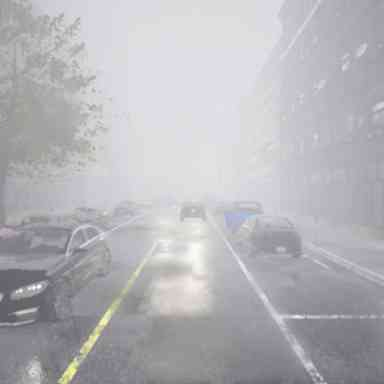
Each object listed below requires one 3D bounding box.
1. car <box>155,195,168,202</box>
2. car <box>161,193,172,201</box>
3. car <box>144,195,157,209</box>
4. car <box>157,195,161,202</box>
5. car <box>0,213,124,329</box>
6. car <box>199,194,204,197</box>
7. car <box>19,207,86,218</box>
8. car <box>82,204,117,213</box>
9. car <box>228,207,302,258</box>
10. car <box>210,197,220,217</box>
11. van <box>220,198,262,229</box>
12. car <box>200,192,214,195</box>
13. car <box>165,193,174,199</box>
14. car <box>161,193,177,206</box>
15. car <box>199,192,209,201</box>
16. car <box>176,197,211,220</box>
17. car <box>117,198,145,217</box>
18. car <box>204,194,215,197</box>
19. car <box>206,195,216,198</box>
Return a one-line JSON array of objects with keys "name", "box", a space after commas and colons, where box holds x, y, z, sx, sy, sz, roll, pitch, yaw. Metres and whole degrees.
[{"name": "car", "box": [-5.702, 1.211, 63.163, 2.008, 1.369, 4.403, 1, 0, 0]}, {"name": "car", "box": [-5.704, 1.038, 74.474, 1.967, 1.590, 4.097, 1, 0, 0]}, {"name": "car", "box": [-5.693, 1.311, 40.367, 1.752, 1.417, 4.829, 1, 0, 0]}, {"name": "car", "box": [-5.700, 1.242, 57.506, 2.008, 1.369, 4.403, 1, 0, 0]}, {"name": "car", "box": [-3.104, 1.453, 7.185, 2.128, 1.511, 4.902, 0, 0, 0]}, {"name": "car", "box": [0.079, 1.325, 41.757, 2.033, 1.411, 5.357, 0, 0, 0]}, {"name": "car", "box": [-5.684, 1.480, 12.255, 1.887, 1.381, 4.507, 1, 0, 0]}, {"name": "car", "box": [-5.686, 1.457, 17.911, 2.008, 1.369, 4.403, 1, 0, 0]}, {"name": "car", "box": [2.696, 1.487, 12.222, 2.008, 1.369, 4.403, 1, 0, 0]}, {"name": "car", "box": [2.697, 1.413, 29.190, 1.947, 1.339, 4.313, 1, 0, 0]}, {"name": "van", "box": [2.697, 1.248, 17.877, 1.690, 1.788, 3.998, 1, 0, 0]}, {"name": "car", "box": [2.653, 1.038, 51.814, 2.192, 1.841, 5.009, 1, 0, 0]}, {"name": "car", "box": [-5.708, 0.975, 85.787, 1.967, 1.590, 4.097, 1, 0, 0]}, {"name": "car", "box": [-3.092, 1.280, 49.965, 2.033, 1.411, 5.357, 0, 0, 0]}, {"name": "car", "box": [2.645, 0.914, 74.439, 2.192, 1.841, 5.009, 1, 0, 0]}, {"name": "car", "box": [0.090, 1.366, 26.208, 2.163, 1.488, 4.792, 0, 0, 0]}, {"name": "car", "box": [-5.690, 1.397, 29.225, 2.008, 1.369, 4.403, 1, 0, 0]}, {"name": "car", "box": [2.651, 1.336, 46.159, 1.802, 1.307, 4.206, 1, 0, 0]}, {"name": "car", "box": [2.700, 1.340, 35.016, 1.752, 1.417, 4.829, 1, 0, 0]}]
